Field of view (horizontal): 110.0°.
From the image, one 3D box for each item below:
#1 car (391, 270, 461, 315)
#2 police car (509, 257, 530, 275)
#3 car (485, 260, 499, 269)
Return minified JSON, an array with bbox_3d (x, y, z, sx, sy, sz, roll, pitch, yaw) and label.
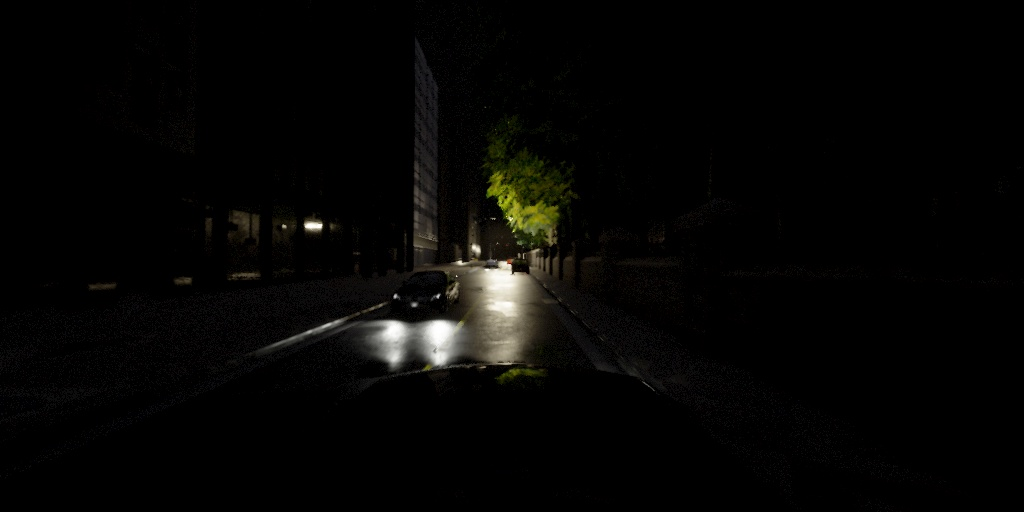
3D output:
[{"bbox_3d":[-3.100,1.276,13.710,1.812,1.442,4.674,0,0,0],"label":"car"},{"bbox_3d":[0.895,1.154,38.953,1.930,1.638,5.238,0,0,0],"label":"police car"},{"bbox_3d":[-3.070,1.272,54.909,1.994,1.385,4.181,0,0,0],"label":"car"}]
